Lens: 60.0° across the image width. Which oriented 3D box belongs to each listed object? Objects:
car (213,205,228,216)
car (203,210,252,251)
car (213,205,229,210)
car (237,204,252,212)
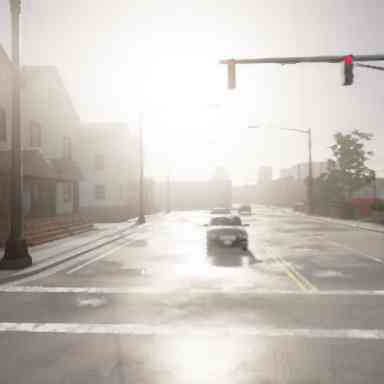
[{"bbox_3d":[3.970,2.552,46.566,1.994,1.385,4.181,-1,-1,5],"label":"car"},{"bbox_3d":[1.651,1.859,16.082,2.128,1.511,4.902,-1,-1,4],"label":"car"},{"bbox_3d":[2.582,2.145,28.455,1.812,1.442,4.674,-1,-1,4],"label":"car"},{"bbox_3d":[7.891,2.505,49.862,1.837,1.490,4.892,-1,-1,6],"label":"car"}]
